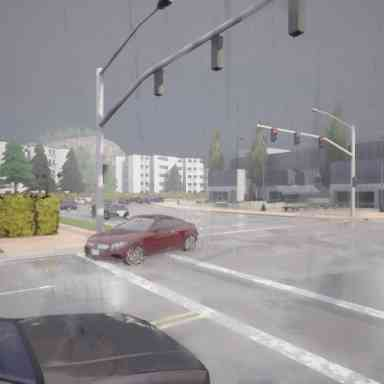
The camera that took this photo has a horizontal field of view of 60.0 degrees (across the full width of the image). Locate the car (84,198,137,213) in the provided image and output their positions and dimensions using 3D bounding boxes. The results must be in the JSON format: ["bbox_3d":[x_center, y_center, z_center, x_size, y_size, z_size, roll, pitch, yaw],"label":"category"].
[{"bbox_3d":[-6.914,1.492,27.790,2.128,1.511,4.902,0,0,-36],"label":"car"}]

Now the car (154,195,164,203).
[{"bbox_3d":[-7.556,1.353,70.921,2.097,1.767,4.553,0,0,17],"label":"car"}]

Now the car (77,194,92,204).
[{"bbox_3d":[-19.463,1.327,59.396,2.150,2.045,5.566,0,0,-2],"label":"car"}]

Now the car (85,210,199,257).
[{"bbox_3d":[-1.522,1.526,11.779,1.812,1.442,4.674,1,1,35],"label":"car"}]

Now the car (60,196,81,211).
[{"bbox_3d":[-15.303,1.547,41.033,2.033,1.411,5.357,0,0,-24],"label":"car"}]

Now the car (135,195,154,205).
[{"bbox_3d":[-8.650,1.504,61.156,1.837,1.490,4.892,0,0,-1],"label":"car"}]

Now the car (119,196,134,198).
[{"bbox_3d":[-12.079,1.491,58.840,2.128,1.511,4.902,0,0,-4],"label":"car"}]

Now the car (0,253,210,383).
[{"bbox_3d":[-2.380,1.547,2.067,5.357,1.411,2.033,0,0,-35],"label":"car"}]
